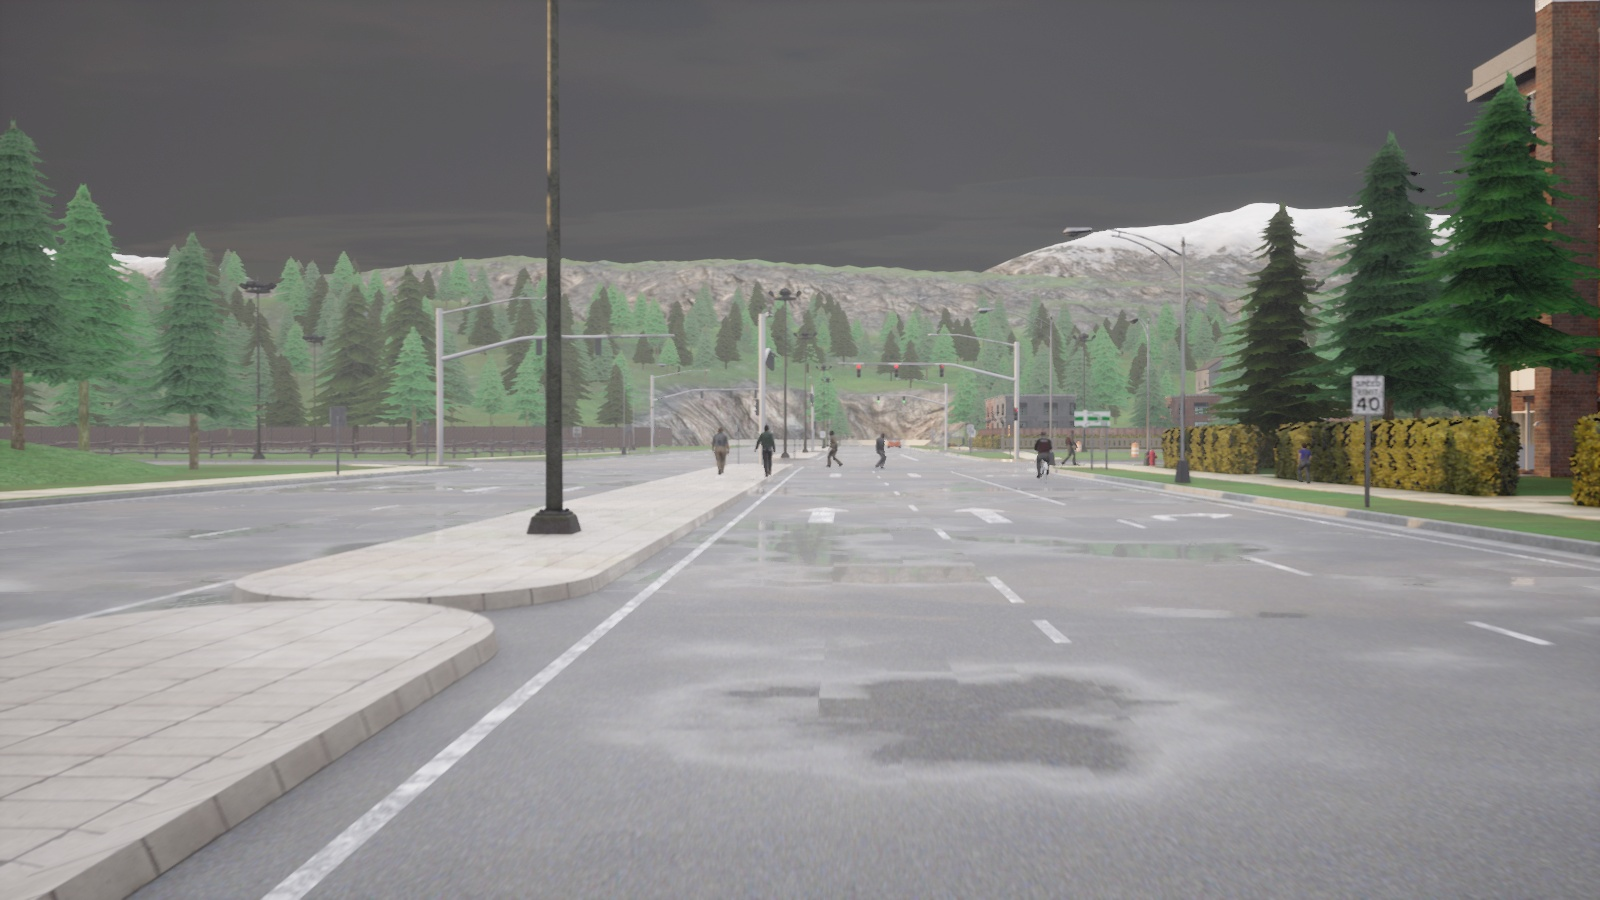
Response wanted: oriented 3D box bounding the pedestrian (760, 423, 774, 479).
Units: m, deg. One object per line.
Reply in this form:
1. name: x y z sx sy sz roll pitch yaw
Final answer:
1. pedestrian: -1.156 0.019 43.912 0.423 1.949 0.788 0 0 2

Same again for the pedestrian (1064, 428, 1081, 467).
1. pedestrian: 13.153 -0.123 60.646 0.720 1.854 0.376 0 0 -4

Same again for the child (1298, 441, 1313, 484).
1. child: 14.795 0.363 36.791 0.270 1.263 0.437 0 0 2

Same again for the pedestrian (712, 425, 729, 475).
1. pedestrian: -2.955 -0.003 46.667 0.540 1.848 0.694 0 0 2

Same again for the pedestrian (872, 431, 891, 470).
1. pedestrian: 3.913 0.021 60.327 0.849 1.883 0.563 0 0 -4

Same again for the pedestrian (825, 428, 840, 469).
1. pedestrian: 1.535 -0.075 59.597 0.692 1.930 0.396 0 0 6
